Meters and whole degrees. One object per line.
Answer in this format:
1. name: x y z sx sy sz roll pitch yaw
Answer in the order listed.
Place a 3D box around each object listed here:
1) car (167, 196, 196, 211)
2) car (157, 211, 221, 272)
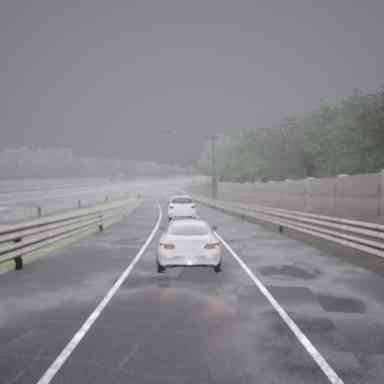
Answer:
1. car: -0.911 1.362 27.916 2.150 2.045 5.566 0 0 -4
2. car: -0.110 1.581 10.924 1.812 1.442 4.674 0 0 -1
